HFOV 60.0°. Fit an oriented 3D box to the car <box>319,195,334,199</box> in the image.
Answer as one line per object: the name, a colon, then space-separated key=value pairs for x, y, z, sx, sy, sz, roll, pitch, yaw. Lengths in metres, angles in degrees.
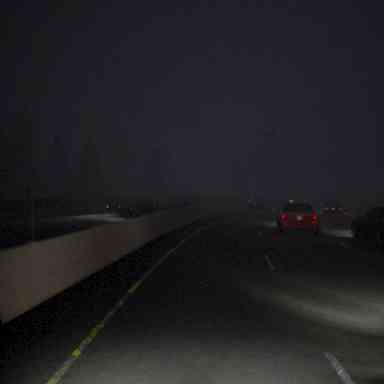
car: x=26.551 y=1.344 z=65.185 sx=4.553 sy=1.767 sz=2.097 roll=0 pitch=0 yaw=-44

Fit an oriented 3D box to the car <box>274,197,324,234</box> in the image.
car: x=6.106 y=1.386 z=19.570 sx=2.097 sy=1.767 sz=4.553 roll=0 pitch=0 yaw=12

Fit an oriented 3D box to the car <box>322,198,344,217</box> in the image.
car: x=13.945 y=1.615 z=32.828 sx=2.033 sy=1.411 sz=5.357 roll=0 pitch=0 yaw=23

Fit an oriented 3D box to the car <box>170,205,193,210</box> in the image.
car: x=-1.331 y=1.569 z=32.492 sx=2.033 sy=1.411 sz=5.357 roll=0 pitch=0 yaw=19

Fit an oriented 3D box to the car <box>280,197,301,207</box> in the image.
car: x=15.869 y=1.567 z=53.473 sx=1.882 sy=1.535 sz=5.008 roll=0 pitch=0 yaw=34

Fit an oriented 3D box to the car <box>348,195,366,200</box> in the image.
car: x=37.124 y=1.383 z=74.679 sx=4.553 sy=1.767 sz=2.097 roll=0 pitch=0 yaw=-36

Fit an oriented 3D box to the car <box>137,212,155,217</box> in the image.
car: x=-5.154 y=1.487 z=31.899 sx=1.882 sy=1.535 sz=5.008 roll=0 pitch=0 yaw=19

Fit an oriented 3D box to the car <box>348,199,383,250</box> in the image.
car: x=8.624 y=1.389 z=14.521 sx=2.097 sy=1.767 sz=4.553 roll=0 pitch=0 yaw=10

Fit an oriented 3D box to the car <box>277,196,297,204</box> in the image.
car: x=19.272 y=1.629 z=67.371 sx=2.128 sy=1.511 sz=4.902 roll=0 pitch=0 yaw=40

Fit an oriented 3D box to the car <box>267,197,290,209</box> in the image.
car: x=12.761 y=1.554 z=48.636 sx=1.882 sy=1.535 sz=5.008 roll=0 pitch=0 yaw=31

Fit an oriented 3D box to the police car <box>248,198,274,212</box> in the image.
police car: x=8.283 y=1.482 z=40.291 sx=1.930 sy=1.638 sz=5.238 roll=0 pitch=0 yaw=25
